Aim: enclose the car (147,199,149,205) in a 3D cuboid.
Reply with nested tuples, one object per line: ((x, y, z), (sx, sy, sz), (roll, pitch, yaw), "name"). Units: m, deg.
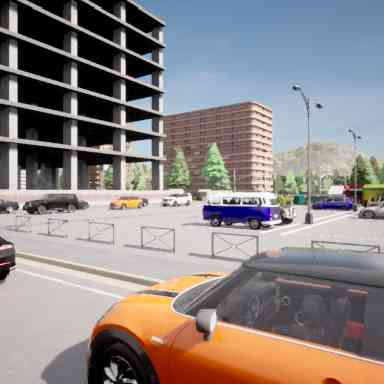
((-8.390, 1.436, 48.379), (2.128, 1.511, 4.902), (0, 0, 35), "car")

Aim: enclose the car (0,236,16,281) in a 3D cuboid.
((-6.477, 1.492, 8.564), (4.902, 1.511, 2.128), (0, 0, 35), "car")

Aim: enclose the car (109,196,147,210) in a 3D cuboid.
((-8.373, 1.297, 42.337), (2.097, 1.767, 4.553), (0, 0, 35), "car")

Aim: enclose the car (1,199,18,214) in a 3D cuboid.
((-19.556, 1.436, 32.578), (2.128, 1.511, 4.902), (0, 0, 36), "car")

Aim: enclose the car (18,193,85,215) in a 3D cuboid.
((-14.250, 1.166, 34.009), (2.150, 2.045, 5.566), (0, 0, 35), "car")

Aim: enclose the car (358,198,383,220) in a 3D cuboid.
((14.613, 1.395, 24.802), (3.806, 1.475, 1.970), (0, 0, 36), "car")

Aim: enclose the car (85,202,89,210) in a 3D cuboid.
((-14.414, 1.508, 39.852), (1.994, 1.385, 4.181), (0, 0, 35), "car")

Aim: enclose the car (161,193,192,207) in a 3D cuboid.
((-2.297, 1.166, 50.921), (2.150, 2.045, 5.566), (0, 0, 35), "car")

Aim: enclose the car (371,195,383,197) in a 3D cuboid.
((17.819, 1.153, 29.367), (4.605, 1.855, 1.932), (0, 0, 36), "car")

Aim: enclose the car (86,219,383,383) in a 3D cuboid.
((1.036, 1.352, 3.250), (4.553, 1.767, 2.097), (0, 0, 35), "car")

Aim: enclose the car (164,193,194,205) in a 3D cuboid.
((-2.185, 1.166, 57.103), (2.150, 2.045, 5.566), (0, 0, 36), "car")
